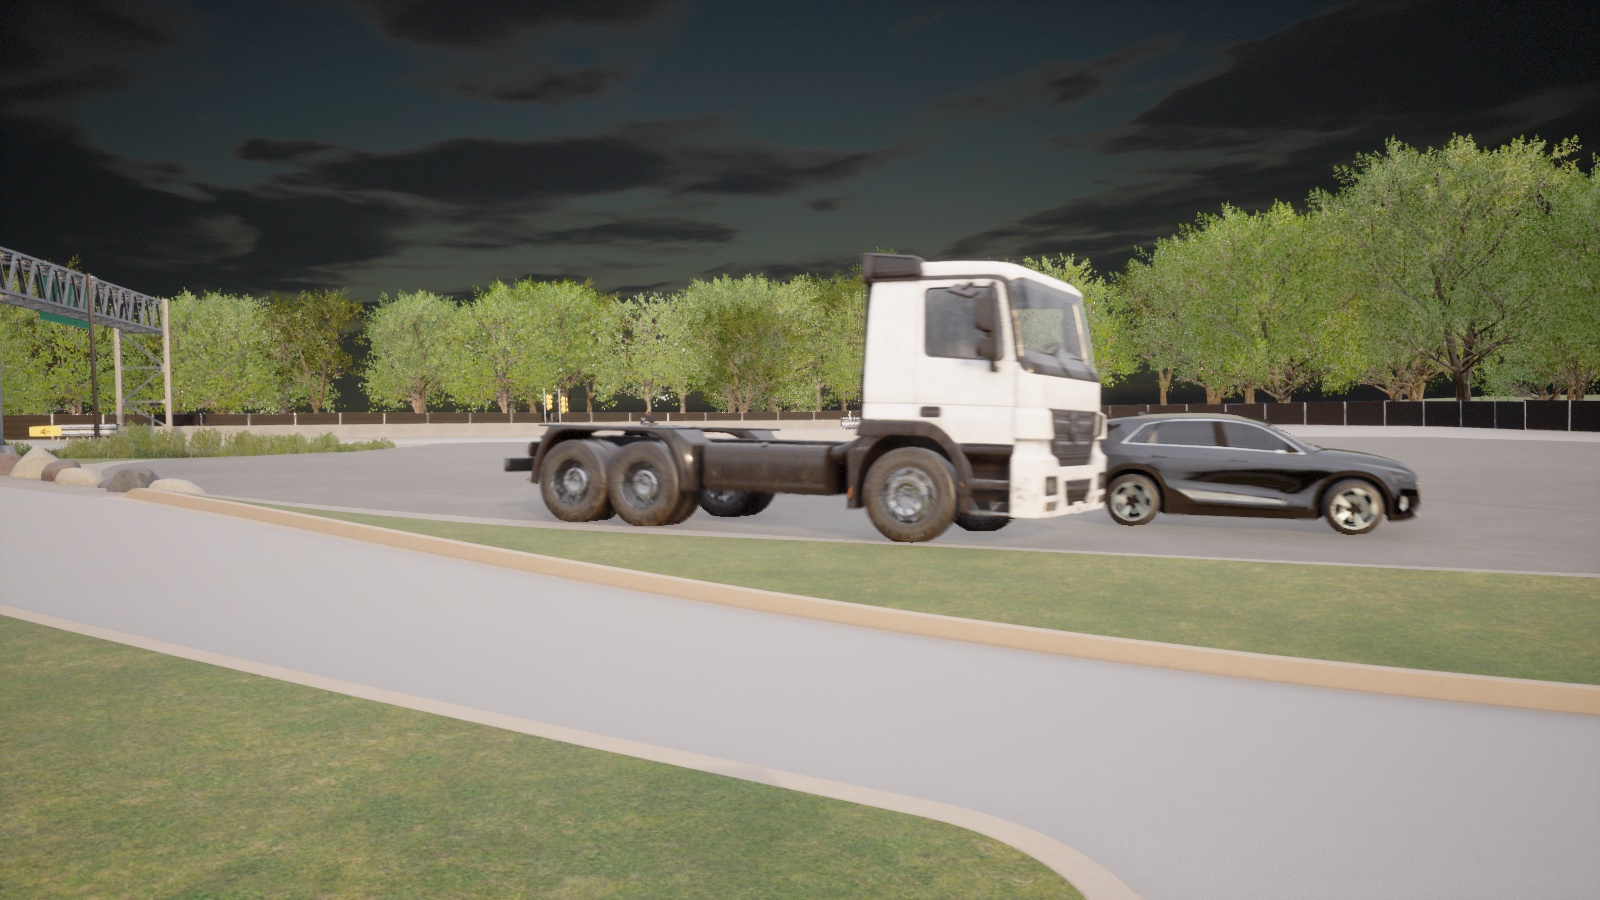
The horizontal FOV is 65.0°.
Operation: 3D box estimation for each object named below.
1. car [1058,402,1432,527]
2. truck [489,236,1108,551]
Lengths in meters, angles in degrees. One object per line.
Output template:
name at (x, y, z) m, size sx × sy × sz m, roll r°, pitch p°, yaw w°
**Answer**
car at (6.349, 0.143, 18.286) m, size 4.856 × 1.649 × 2.033 m, roll 0°, pitch 2°, yaw 19°
truck at (-0.178, -0.682, 16.980) m, size 7.936 × 3.462 × 2.891 m, roll 1°, pitch 1°, yaw 29°
